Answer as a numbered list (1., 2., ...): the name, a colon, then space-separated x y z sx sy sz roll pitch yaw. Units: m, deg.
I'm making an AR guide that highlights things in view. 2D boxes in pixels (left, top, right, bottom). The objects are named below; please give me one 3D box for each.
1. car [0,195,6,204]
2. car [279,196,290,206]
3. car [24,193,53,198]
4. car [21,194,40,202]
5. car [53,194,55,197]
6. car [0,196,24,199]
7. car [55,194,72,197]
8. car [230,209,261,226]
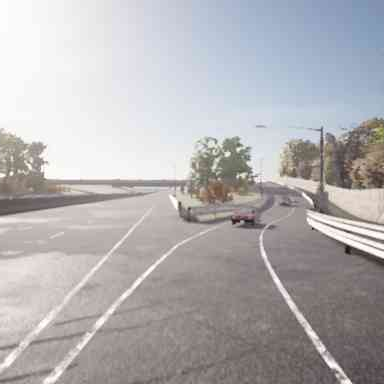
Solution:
1. car: -32.363 1.286 53.892 1.837 1.490 4.892 0 0 -4
2. car: 17.849 2.014 64.291 1.895 1.301 4.718 1 2 16
3. car: -25.454 1.306 55.372 1.882 1.535 5.008 0 0 -4
4. car: -33.449 1.196 68.964 1.882 1.535 5.008 0 0 -4
5. car: -29.980 1.084 69.530 2.097 1.767 4.553 0 0 -4
6. car: -28.899 1.406 54.509 1.895 1.301 4.718 0 0 -4
7. car: -26.517 1.236 70.153 1.837 1.490 4.892 0 0 -4
8. car: 4.591 2.050 27.669 1.895 1.301 4.718 1 -1 19
